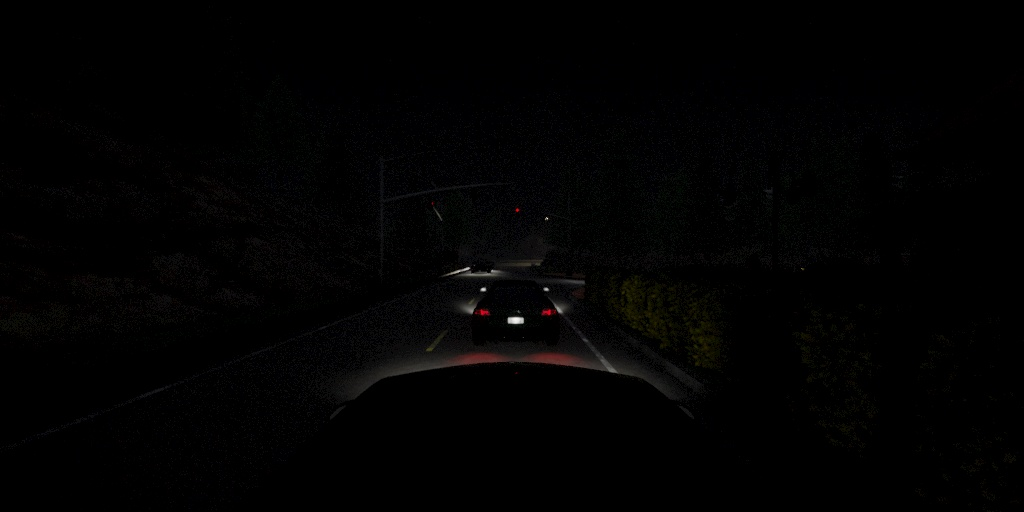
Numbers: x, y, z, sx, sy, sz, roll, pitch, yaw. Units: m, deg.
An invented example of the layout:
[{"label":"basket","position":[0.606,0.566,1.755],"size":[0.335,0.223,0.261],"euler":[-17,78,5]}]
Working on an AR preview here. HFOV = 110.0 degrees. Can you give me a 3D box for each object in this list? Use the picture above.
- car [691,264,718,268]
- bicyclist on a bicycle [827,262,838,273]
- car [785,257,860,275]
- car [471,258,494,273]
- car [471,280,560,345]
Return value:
[{"label":"car","position":[15.489,1.398,29.554],"size":[4.902,1.511,2.128],"euler":[0,0,0]},{"label":"bicyclist on a bicycle","position":[19.818,1.208,22.084],"size":[0.582,1.620,1.656],"euler":[0,0,0]},{"label":"car","position":[25.560,1.128,29.507],"size":[5.566,2.045,2.150],"euler":[0,0,1]},{"label":"car","position":[-3.617,1.093,42.752],"size":[2.097,1.767,4.553],"euler":[0,0,0]},{"label":"car","position":[0.076,1.312,9.471],"size":[1.994,1.385,4.181],"euler":[0,0,0]}]
